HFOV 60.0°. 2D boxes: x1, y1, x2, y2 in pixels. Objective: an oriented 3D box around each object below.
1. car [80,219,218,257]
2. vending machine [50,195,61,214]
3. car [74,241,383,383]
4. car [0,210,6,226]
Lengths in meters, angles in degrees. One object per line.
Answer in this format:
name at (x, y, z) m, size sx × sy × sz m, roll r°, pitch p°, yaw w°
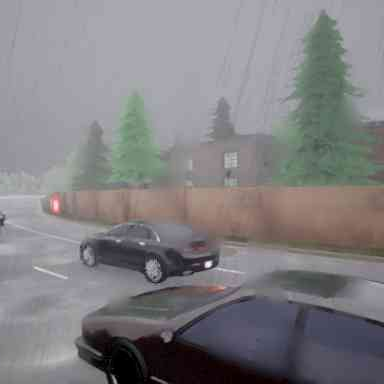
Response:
car at (-1.437, 1.567, 9.862) m, size 4.892 × 1.490 × 1.837 m, roll 0°, pitch 0°, yaw 40°
vending machine at (-15.681, 1.448, 38.169) m, size 1.100 × 2.100 × 0.880 m, roll 0°, pitch 0°, yaw -28°
car at (1.137, 1.566, 3.258) m, size 5.357 × 1.411 × 2.033 m, roll 0°, pitch 0°, yaw 37°
car at (-14.995, 1.769, 24.340) m, size 1.895 × 1.301 × 4.718 m, roll 0°, pitch 0°, yaw -37°
